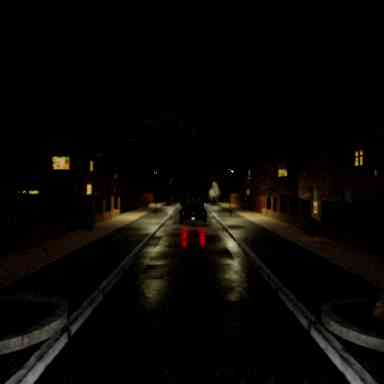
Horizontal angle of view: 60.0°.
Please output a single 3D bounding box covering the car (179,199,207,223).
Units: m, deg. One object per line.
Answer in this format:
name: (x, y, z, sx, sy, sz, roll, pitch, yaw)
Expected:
car: (0.093, 1.434, 24.104, 1.895, 1.301, 4.718, 0, 0, 0)
